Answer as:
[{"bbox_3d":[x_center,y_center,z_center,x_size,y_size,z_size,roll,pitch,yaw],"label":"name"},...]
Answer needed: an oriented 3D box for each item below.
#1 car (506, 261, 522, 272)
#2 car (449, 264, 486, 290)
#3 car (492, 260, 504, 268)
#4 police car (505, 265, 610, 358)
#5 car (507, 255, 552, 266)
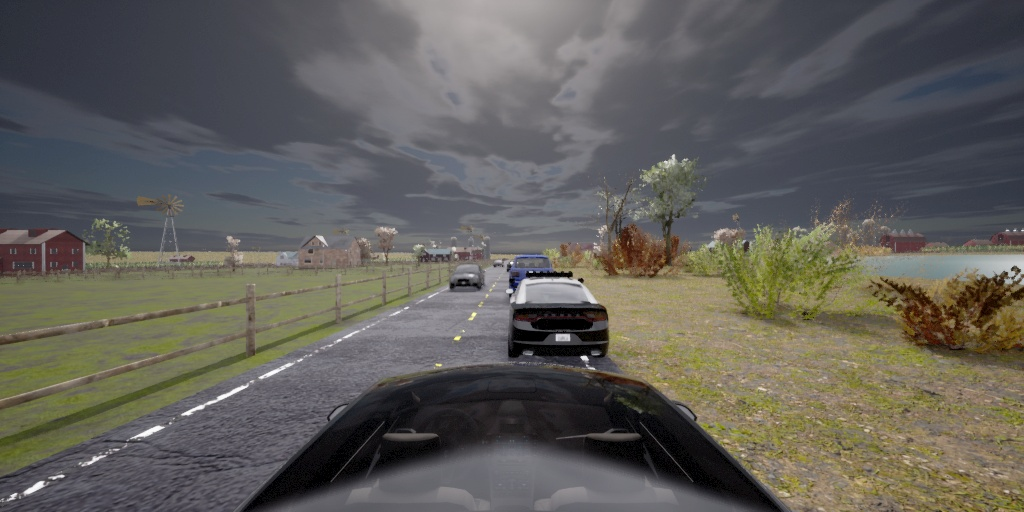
[{"bbox_3d":[0.333,1.334,46.315,1.994,1.385,4.181,0,0,2],"label":"car"},{"bbox_3d":[-2.707,1.255,22.500,1.837,1.490,4.892,0,0,0],"label":"car"},{"bbox_3d":[-2.338,1.345,62.300,2.033,1.411,5.357,0,0,0],"label":"car"},{"bbox_3d":[0.876,1.174,8.638,1.930,1.638,5.238,0,0,0],"label":"police car"},{"bbox_3d":[0.943,0.974,18.557,2.150,2.045,5.566,0,0,0],"label":"car"}]
